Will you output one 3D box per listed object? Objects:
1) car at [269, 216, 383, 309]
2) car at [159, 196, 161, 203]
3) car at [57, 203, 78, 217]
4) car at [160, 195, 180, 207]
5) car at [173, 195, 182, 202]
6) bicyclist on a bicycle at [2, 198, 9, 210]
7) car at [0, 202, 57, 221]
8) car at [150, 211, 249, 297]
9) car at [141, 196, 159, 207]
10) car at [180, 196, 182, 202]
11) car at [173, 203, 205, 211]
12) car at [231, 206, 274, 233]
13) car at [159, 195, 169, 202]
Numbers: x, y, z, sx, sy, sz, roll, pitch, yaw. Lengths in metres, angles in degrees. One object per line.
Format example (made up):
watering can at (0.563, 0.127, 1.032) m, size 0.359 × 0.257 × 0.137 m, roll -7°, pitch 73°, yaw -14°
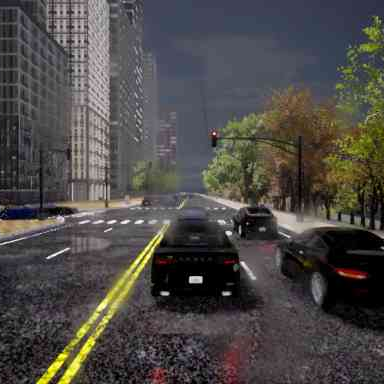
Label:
car at (3.317, 1.524, 7.723) m, size 1.812 × 1.442 × 4.674 m, roll 0°, pitch 0°, yaw 0°
car at (-6.672, 1.478, 63.655) m, size 2.128 × 1.511 × 4.902 m, roll 0°, pitch 0°, yaw 1°
car at (-14.373, 1.753, 33.531) m, size 5.357 × 1.411 × 2.033 m, roll -1°, pitch 1°, yaw -4°
car at (-3.439, 1.537, 52.923) m, size 2.033 × 1.411 × 5.357 m, roll 0°, pitch 0°, yaw 0°
car at (-3.403, 1.526, 79.188) m, size 2.033 × 1.411 × 5.357 m, roll 0°, pitch 0°, yaw 0°
bicyclist on a bicycle at (-24.735, 1.576, 44.161) m, size 0.582 × 1.620 × 1.656 m, roll -1°, pitch 1°, yaw 0°
car at (-14.833, 1.810, 29.778) m, size 4.181 × 1.385 × 1.994 m, roll -1°, pitch 1°, yaw 5°
car at (0.074, 1.476, 8.645) m, size 1.882 × 1.535 × 5.008 m, roll 0°, pitch 0°, yaw 0°
car at (-6.688, 1.495, 51.578) m, size 1.837 × 1.490 × 4.892 m, roll 0°, pitch 0°, yaw 0°
car at (-3.398, 1.494, 67.981) m, size 1.837 × 1.490 × 4.892 m, roll 0°, pitch -1°, yaw 0°
car at (0.036, 1.544, 18.454) m, size 2.033 × 1.411 × 5.357 m, roll 0°, pitch 0°, yaw 0°
car at (3.290, 1.501, 17.862) m, size 1.837 × 1.490 × 4.892 m, roll 0°, pitch 0°, yaw 0°
car at (-6.652, 1.526, 78.812) m, size 2.033 × 1.411 × 5.357 m, roll 0°, pitch 0°, yaw 0°
